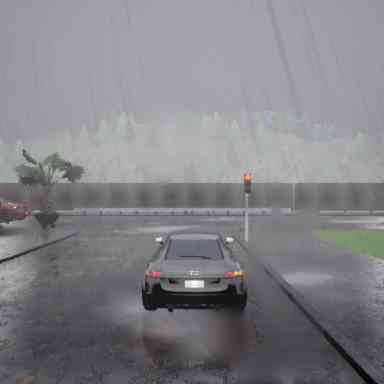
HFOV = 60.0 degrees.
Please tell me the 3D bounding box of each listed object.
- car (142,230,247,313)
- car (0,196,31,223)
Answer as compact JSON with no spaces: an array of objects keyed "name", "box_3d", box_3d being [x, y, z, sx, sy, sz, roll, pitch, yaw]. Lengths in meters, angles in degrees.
[{"name":"car","box_3d":[0.053,1.564,7.771,1.994,1.385,4.181,0,0,0]},{"name":"car","box_3d":[-15.206,1.221,25.055,5.566,2.045,2.150,0,0,0]}]
